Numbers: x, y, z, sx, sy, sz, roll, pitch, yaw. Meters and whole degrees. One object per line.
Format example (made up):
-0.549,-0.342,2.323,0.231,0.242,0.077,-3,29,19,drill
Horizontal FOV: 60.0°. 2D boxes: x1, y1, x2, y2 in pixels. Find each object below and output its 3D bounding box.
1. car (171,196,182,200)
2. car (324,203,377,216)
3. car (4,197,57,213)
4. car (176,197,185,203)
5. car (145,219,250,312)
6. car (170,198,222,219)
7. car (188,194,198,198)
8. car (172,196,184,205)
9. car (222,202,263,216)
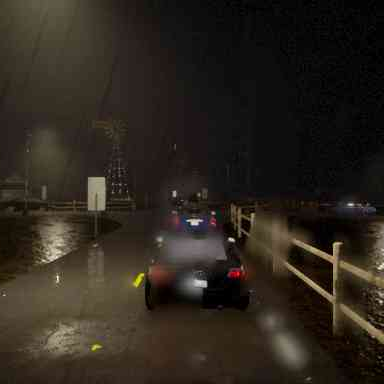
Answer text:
-2.757,1.677,57.167,1.882,1.535,5.008,0,0,0,car
17.892,1.950,37.724,5.357,1.411,2.033,1,-2,0,car
-16.460,1.308,34.035,5.008,1.535,1.882,1,-2,2,car
-2.658,1.933,76.635,1.895,1.301,4.718,0,0,0,car
0.106,1.573,7.804,1.994,1.385,4.181,0,0,0,car
0.115,1.380,16.447,2.097,1.767,4.553,0,0,0,car
0.183,1.507,69.763,2.150,2.045,5.566,0,0,0,car
-2.702,1.613,66.416,2.097,1.767,4.553,0,0,1,car
5.100,1.692,34.038,4.181,1.385,1.994,0,-1,0,car
